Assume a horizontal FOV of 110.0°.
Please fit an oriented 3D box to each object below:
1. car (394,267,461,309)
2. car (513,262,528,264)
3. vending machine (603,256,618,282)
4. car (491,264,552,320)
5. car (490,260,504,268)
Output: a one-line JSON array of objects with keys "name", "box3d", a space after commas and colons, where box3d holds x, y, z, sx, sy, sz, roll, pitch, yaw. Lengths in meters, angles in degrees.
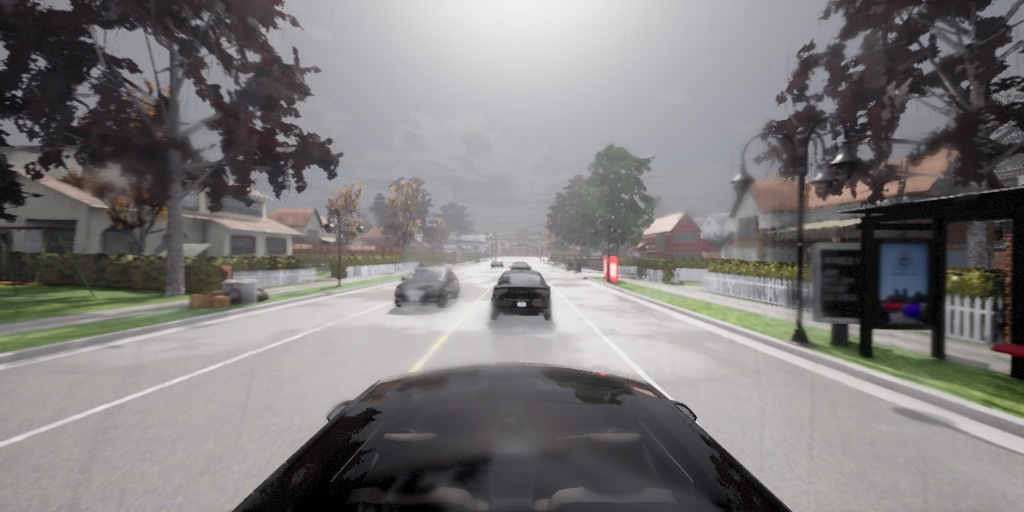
[{"name": "car", "box3d": [-3.346, 1.214, 14.908, 2.128, 1.511, 4.902, 0, 0, 1]}, {"name": "car", "box3d": [0.721, 1.248, 31.397, 1.837, 1.490, 4.892, 0, 0, 1]}, {"name": "vending machine", "box3d": [7.403, 0.986, 26.881, 1.100, 2.100, 0.880, 0, 0, 1]}, {"name": "car", "box3d": [0.323, 1.226, 12.698, 1.882, 1.535, 5.008, 0, 0, 1]}, {"name": "car", "box3d": [-2.348, 1.251, 57.655, 1.994, 1.385, 4.181, 0, 0, 2]}]
